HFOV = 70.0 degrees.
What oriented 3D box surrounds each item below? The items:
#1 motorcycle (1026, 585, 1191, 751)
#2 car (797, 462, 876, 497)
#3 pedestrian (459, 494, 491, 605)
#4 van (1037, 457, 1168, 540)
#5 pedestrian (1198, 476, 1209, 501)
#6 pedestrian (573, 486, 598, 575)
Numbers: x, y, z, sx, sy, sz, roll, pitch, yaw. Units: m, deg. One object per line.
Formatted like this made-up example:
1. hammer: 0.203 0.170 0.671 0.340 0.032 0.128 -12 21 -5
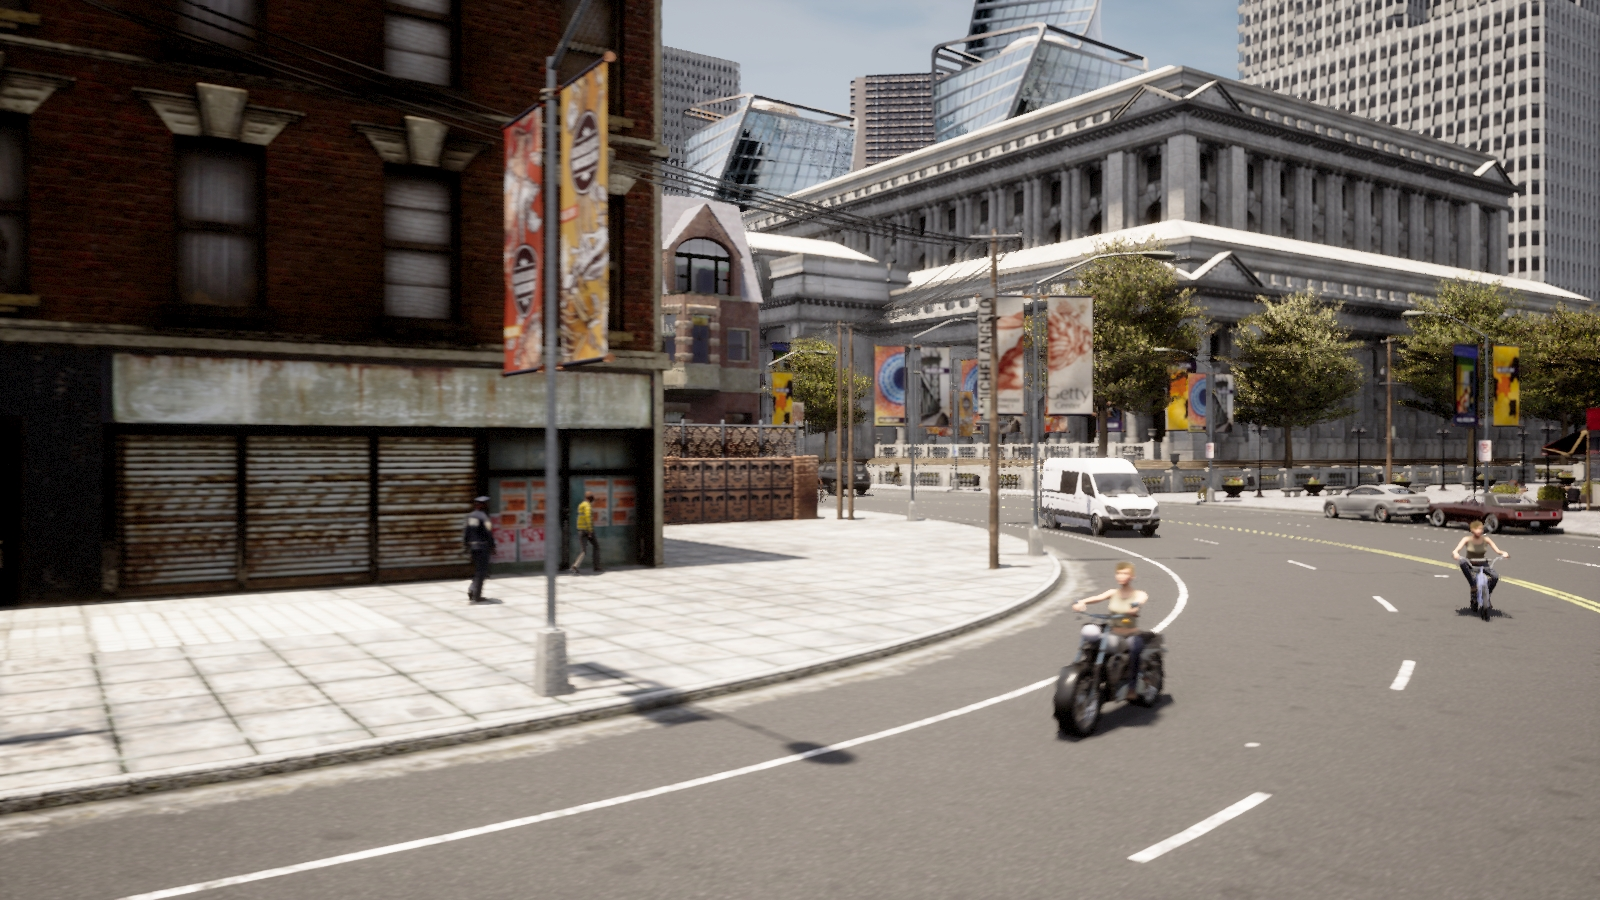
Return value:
1. motorcycle: 3.240 2.171 11.824 0.764 1.277 2.356 -1 0 39
2. car: 2.226 1.786 71.555 2.150 2.045 5.566 0 0 -33
3. pedestrian: -5.576 1.698 19.619 0.375 1.860 0.375 0 0 32
4. van: 10.129 1.537 38.860 1.988 2.561 5.915 0 0 -10
5. pedestrian: 20.902 1.980 59.159 0.375 1.300 0.375 0 0 -31
6. pedestrian: -4.547 1.699 24.237 0.375 1.860 0.375 0 0 -42
